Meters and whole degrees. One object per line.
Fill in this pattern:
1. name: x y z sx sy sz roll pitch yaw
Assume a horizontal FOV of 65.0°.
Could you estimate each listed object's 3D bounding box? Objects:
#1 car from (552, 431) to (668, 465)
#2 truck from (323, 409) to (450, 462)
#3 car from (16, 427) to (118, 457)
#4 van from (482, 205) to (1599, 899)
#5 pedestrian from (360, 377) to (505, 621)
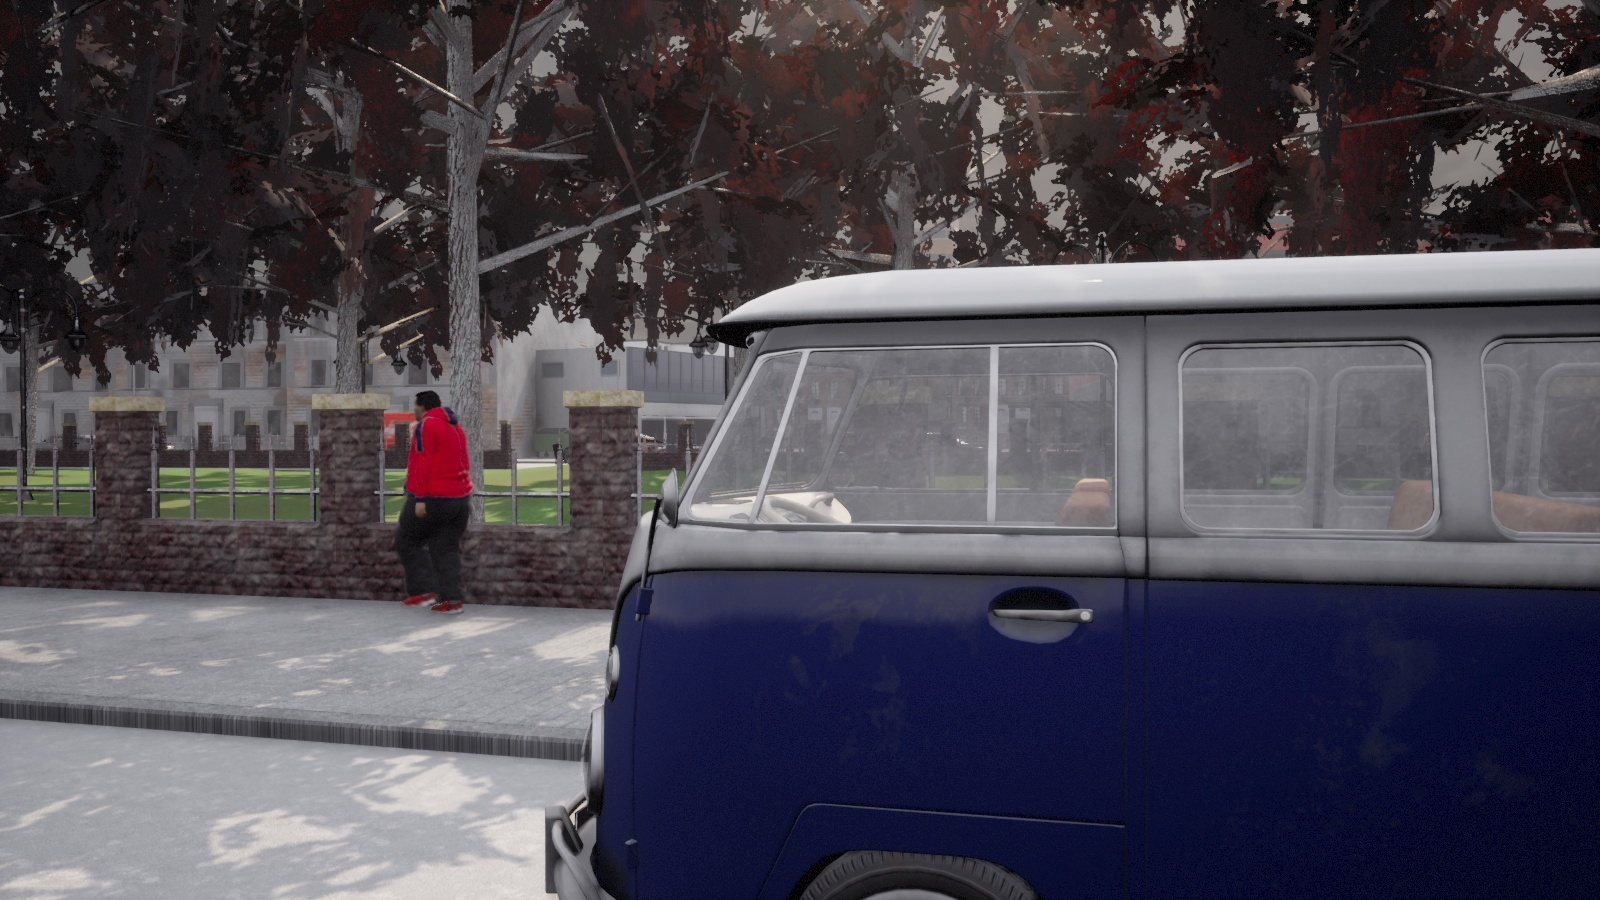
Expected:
1. car: -8.648 -0.123 57.268 4.792 1.488 2.163 0 1 16
2. truck: -19.873 -0.703 60.443 5.204 2.467 2.627 0 1 16
3. car: -38.309 -0.422 65.660 4.514 1.525 2.007 0 1 16
4. van: 1.651 0.535 3.162 4.442 1.987 1.775 0 1 14
5. pedestrian: -2.898 0.366 9.931 0.899 1.844 0.634 1 1 18
